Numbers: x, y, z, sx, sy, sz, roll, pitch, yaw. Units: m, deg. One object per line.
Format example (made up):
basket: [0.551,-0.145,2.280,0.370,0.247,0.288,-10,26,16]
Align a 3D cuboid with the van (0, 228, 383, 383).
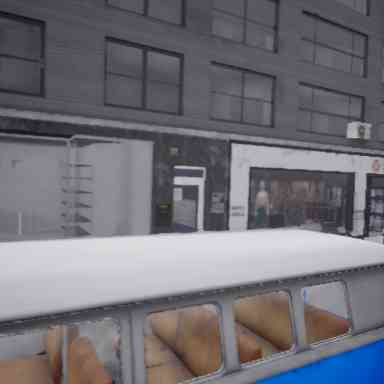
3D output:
van: [-0.021,1.231,2.464,3.998,1.788,1.690,1,2,-29]
